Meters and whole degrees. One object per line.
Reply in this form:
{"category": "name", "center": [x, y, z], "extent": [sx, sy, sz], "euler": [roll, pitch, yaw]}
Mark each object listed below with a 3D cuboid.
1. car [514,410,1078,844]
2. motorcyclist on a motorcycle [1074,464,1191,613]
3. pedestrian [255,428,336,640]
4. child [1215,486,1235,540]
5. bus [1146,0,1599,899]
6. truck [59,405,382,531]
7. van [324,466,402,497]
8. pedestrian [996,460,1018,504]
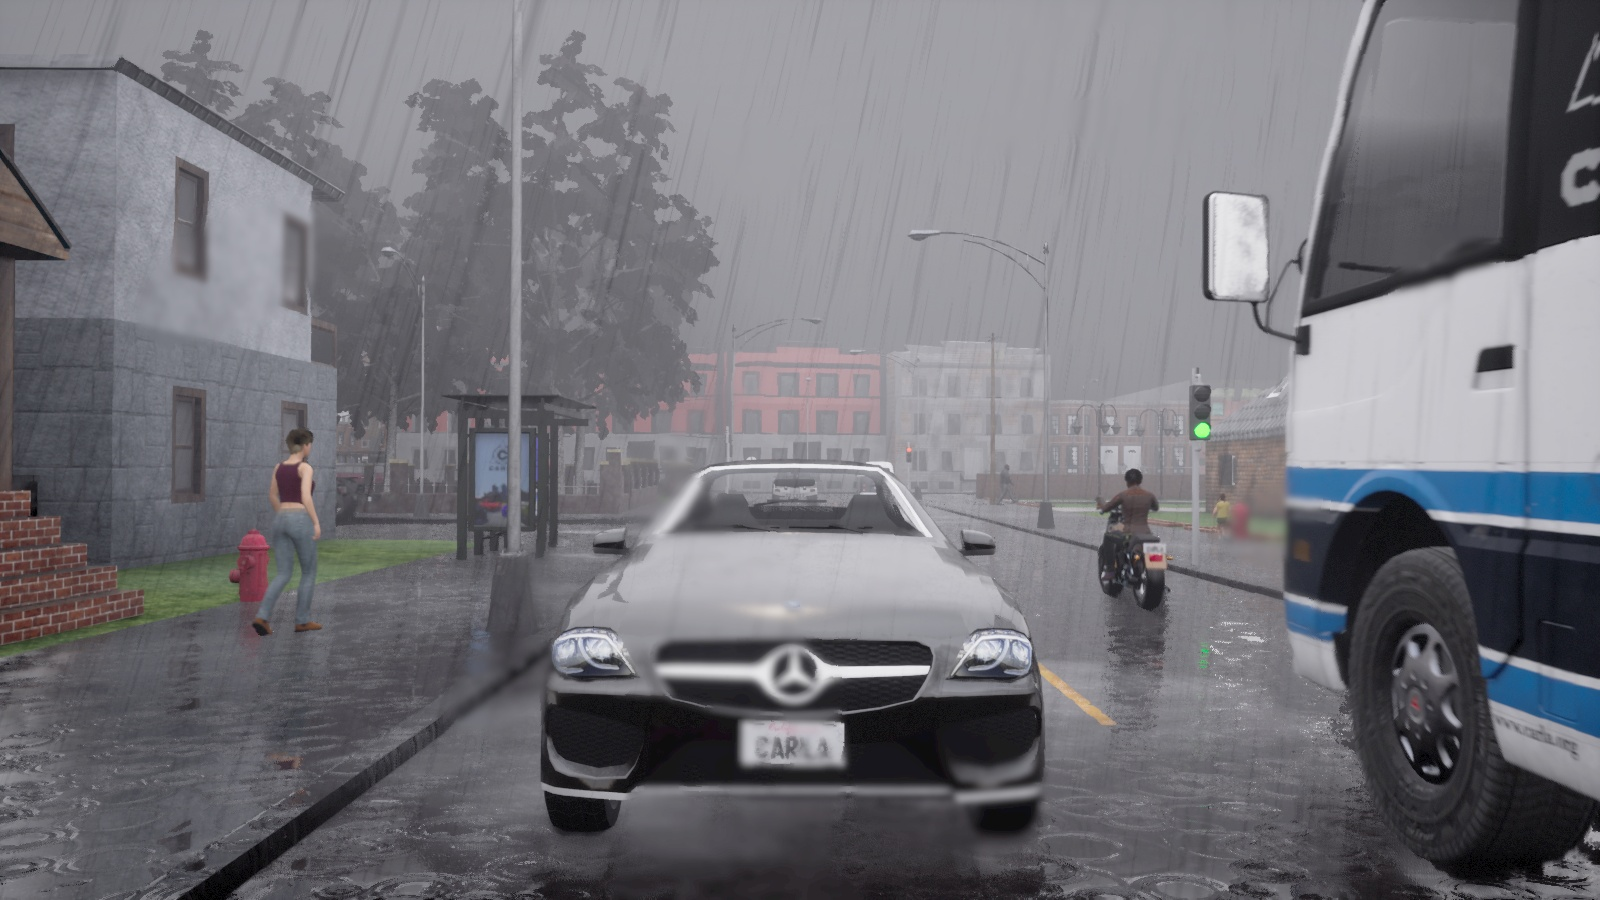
{"category": "car", "center": [-0.029, 0.716, 7.320], "extent": [2.152, 1.651, 5.027], "euler": [0, -1, 0]}
{"category": "motorcyclist on a motorcycle", "center": [3.947, 1.003, 15.119], "extent": [0.766, 1.649, 2.350], "euler": [0, -1, 0]}
{"category": "pedestrian", "center": [-4.491, 0.730, 11.201], "extent": [0.345, 1.836, 0.594], "euler": [-1, -1, 23]}
{"category": "child", "center": [8.815, 1.305, 26.033], "extent": [0.255, 1.110, 0.394], "euler": [0, -1, -2]}
{"category": "bus", "center": [3.991, -0.542, 2.134], "extent": [3.944, 4.253, 10.273], "euler": [0, 0, 0]}
{"category": "truck", "center": [-16.467, 0.505, 36.168], "extent": [7.936, 3.462, 2.891], "euler": [0, -1, -4]}
{"category": "van", "center": [-28.225, 2.041, 81.259], "extent": [4.442, 1.987, 1.775], "euler": [0, -1, 0]}
{"category": "pedestrian", "center": [8.970, 1.400, 54.430], "extent": [0.849, 1.883, 0.563], "euler": [0, -1, -1]}
